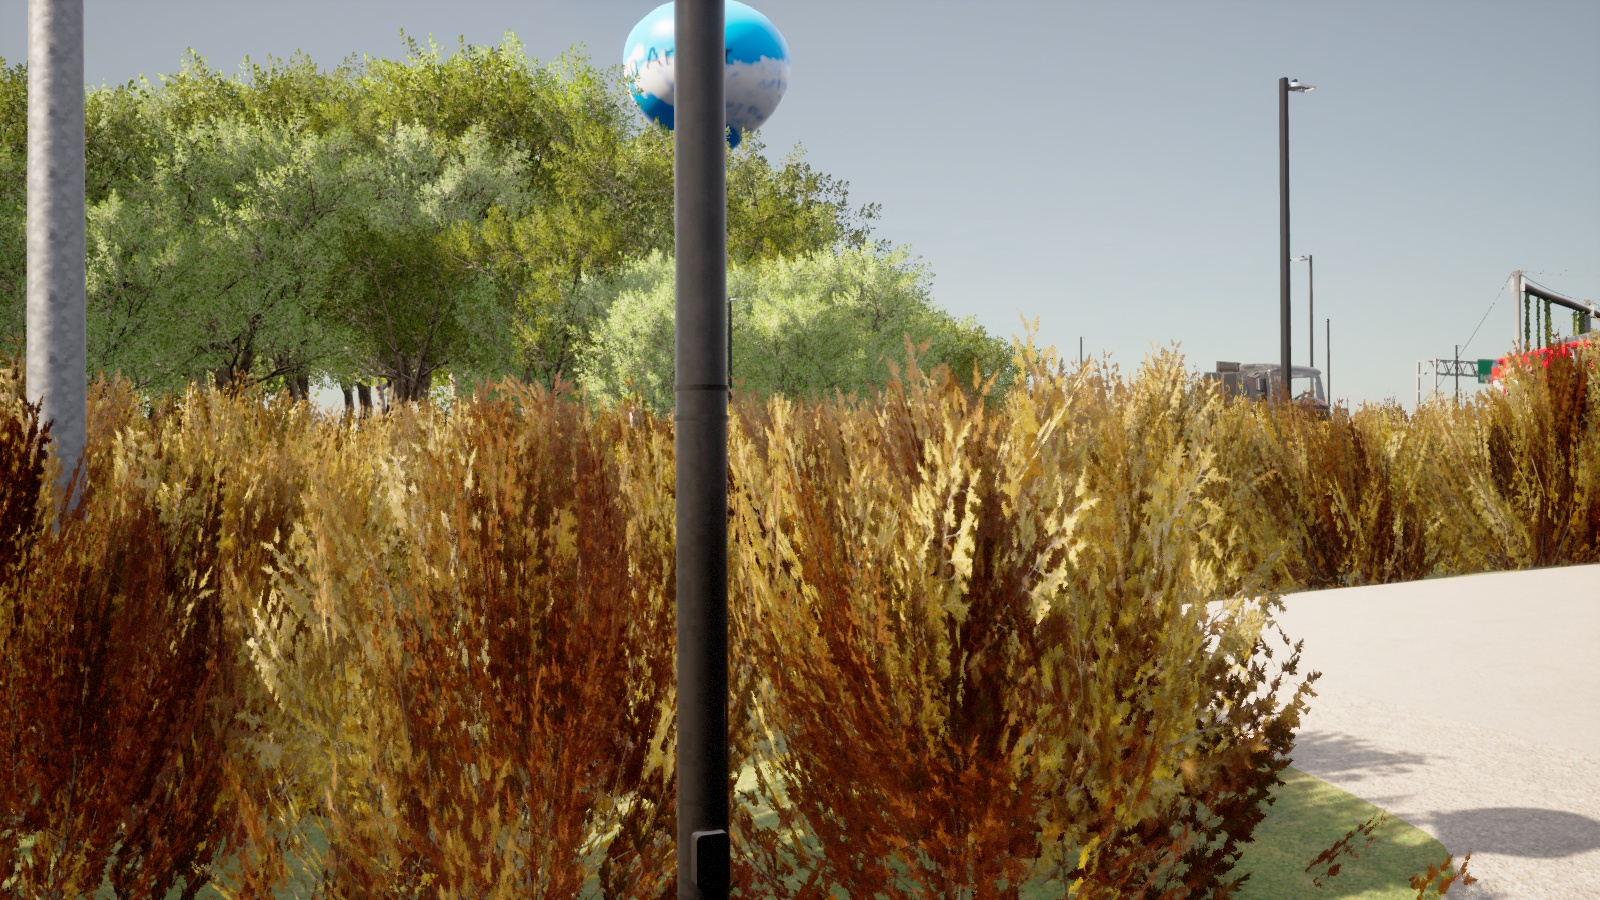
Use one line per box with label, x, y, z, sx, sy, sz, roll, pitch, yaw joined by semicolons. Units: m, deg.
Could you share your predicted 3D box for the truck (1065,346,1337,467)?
truck;12.520;-1.217;39.986;2.891;3.462;7.936;-1;0;-38
